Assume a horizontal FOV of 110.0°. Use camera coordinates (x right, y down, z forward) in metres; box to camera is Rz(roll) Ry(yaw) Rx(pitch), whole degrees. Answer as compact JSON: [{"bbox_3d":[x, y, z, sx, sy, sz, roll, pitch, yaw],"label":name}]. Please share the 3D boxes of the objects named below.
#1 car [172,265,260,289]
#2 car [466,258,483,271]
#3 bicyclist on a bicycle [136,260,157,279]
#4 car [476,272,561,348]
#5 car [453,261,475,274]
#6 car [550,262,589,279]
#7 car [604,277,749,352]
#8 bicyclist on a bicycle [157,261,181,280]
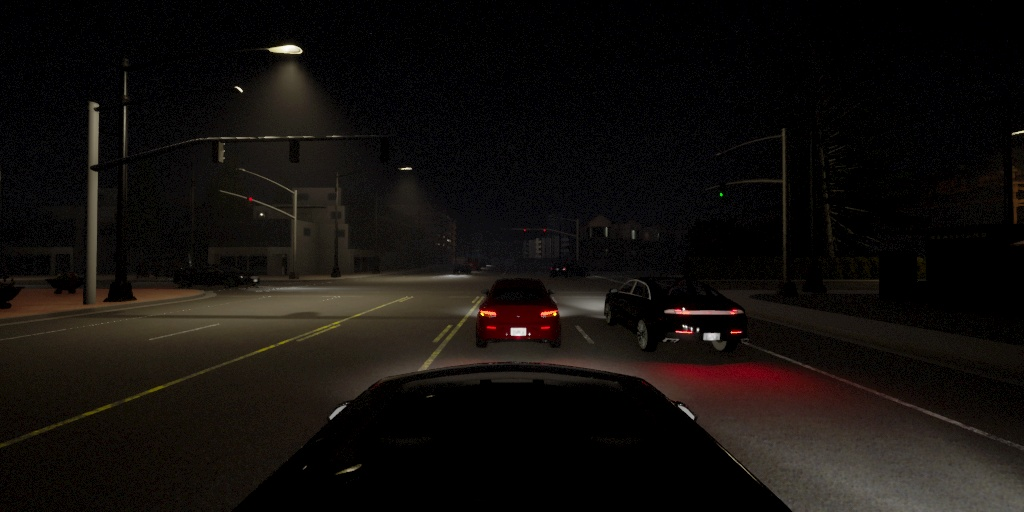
[{"bbox_3d":[-19.016,1.318,23.167,4.902,1.511,2.128,0,-1,1],"label":"car"},{"bbox_3d":[-6.389,1.358,57.913,2.150,2.045,5.566,0,0,1],"label":"car"},{"bbox_3d":[-31.236,1.147,31.315,1.656,1.620,0.582,22,1,-25],"label":"bicyclist on a bicycle"},{"bbox_3d":[0.163,1.288,9.149,1.812,1.442,4.674,0,0,1],"label":"car"},{"bbox_3d":[-6.547,1.695,47.286,1.895,1.301,4.718,0,0,2],"label":"car"},{"bbox_3d":[5.884,1.349,36.381,2.097,1.767,4.553,-1,-1,44],"label":"car"},{"bbox_3d":[3.654,1.250,8.904,2.128,1.511,4.902,0,0,1],"label":"car"},{"bbox_3d":[-29.295,1.231,31.027,1.656,1.620,0.582,1,-1,-22],"label":"bicyclist on a bicycle"}]
